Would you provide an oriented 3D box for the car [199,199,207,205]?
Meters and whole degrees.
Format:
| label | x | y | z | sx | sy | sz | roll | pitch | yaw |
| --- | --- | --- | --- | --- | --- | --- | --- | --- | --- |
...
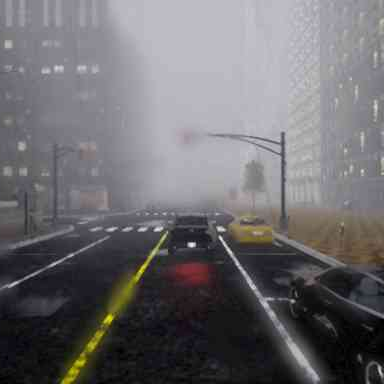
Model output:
| label | x | y | z | sx | sy | sz | roll | pitch | yaw |
| --- | --- | --- | --- | --- | --- | --- | --- | --- | --- |
| car | 2.678 | 2.377 | 81.327 | 1.887 | 1.381 | 4.507 | 0 | -1 | 0 |

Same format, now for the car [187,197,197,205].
| label | x | y | z | sx | sy | sz | roll | pitch | yaw |
| --- | --- | --- | --- | --- | --- | --- | --- | --- | --- |
| car | -0.007 | 2.124 | 75.666 | 2.097 | 1.767 | 4.553 | 0 | -1 | 0 |

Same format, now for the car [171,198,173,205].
| label | x | y | z | sx | sy | sz | roll | pitch | yaw |
| --- | --- | --- | --- | --- | --- | --- | --- | --- | --- |
| car | -5.701 | 2.254 | 70.273 | 1.887 | 1.381 | 4.507 | 0 | -1 | 0 |

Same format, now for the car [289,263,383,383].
| label | x | y | z | sx | sy | sz | roll | pitch | yaw |
| --- | --- | --- | --- | --- | --- | --- | --- | --- | --- |
| car | 2.686 | 1.608 | 4.493 | 1.947 | 1.339 | 4.313 | 0 | -1 | 0 |

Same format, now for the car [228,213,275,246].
| label | x | y | z | sx | sy | sz | roll | pitch | yaw |
| --- | --- | --- | --- | --- | --- | --- | --- | --- | --- |
| car | 2.685 | 1.676 | 15.928 | 1.752 | 1.417 | 4.829 | 0 | -1 | 0 |

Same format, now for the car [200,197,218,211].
| label | x | y | z | sx | sy | sz | roll | pitch | yaw |
| --- | --- | --- | --- | --- | --- | --- | --- | --- | --- |
| car | 2.680 | 1.786 | 48.172 | 2.192 | 1.841 | 5.009 | 0 | -1 | 0 |

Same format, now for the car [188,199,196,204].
| label | x | y | z | sx | sy | sz | roll | pitch | yaw |
| --- | --- | --- | --- | --- | --- | --- | --- | --- | --- |
| car | -0.009 | 2.410 | 87.391 | 1.895 | 1.301 | 4.718 | 0 | -1 | 0 |

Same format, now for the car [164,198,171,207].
| label | x | y | z | sx | sy | sz | roll | pitch | yaw |
| --- | --- | --- | --- | --- | --- | --- | --- | --- | --- |
| car | -5.700 | 2.199 | 64.747 | 2.008 | 1.369 | 4.403 | 0 | -1 | 0 |

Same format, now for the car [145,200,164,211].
| label | x | y | z | sx | sy | sz | roll | pitch | yaw |
| --- | --- | --- | --- | --- | --- | --- | --- | --- | --- |
| car | -5.698 | 2.022 | 48.168 | 2.008 | 1.369 | 4.403 | 0 | -1 | 0 |

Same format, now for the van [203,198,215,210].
| label | x | y | z | sx | sy | sz | roll | pitch | yaw |
| --- | --- | --- | --- | --- | --- | --- | --- | --- | --- |
| van | 2.680 | 1.870 | 53.697 | 1.690 | 1.788 | 3.998 | 0 | -1 | 0 |

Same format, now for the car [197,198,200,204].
| label | x | y | z | sx | sy | sz | roll | pitch | yaw |
| --- | --- | --- | --- | --- | --- | --- | --- | --- | --- |
| car | 2.678 | 2.024 | 70.276 | 2.192 | 1.841 | 5.009 | 0 | -1 | 0 |

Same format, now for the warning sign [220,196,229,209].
| label | x | y | z | sx | sy | sz | roll | pitch | yaw |
| --- | --- | --- | --- | --- | --- | --- | --- | --- | --- |
| warning sign | 5.067 | 1.620 | 51.430 | 1.300 | 1.860 | 1.060 | 0 | 0 | 0 |

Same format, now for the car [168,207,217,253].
| label | x | y | z | sx | sy | sz | roll | pitch | yaw |
| --- | --- | --- | --- | --- | --- | --- | --- | --- | --- |
| car | 0.004 | 1.643 | 14.294 | 1.837 | 1.490 | 4.892 | 0 | 0 | 0 |
